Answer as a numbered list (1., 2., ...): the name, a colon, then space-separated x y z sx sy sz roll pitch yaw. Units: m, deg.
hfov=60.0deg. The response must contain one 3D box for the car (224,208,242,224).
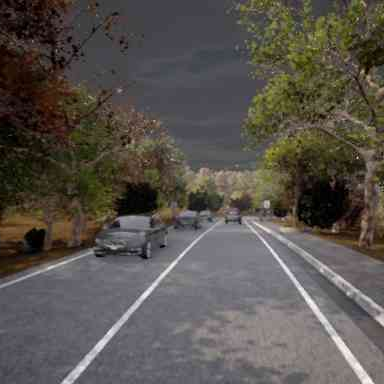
1. car: 4.880 3.028 39.511 2.128 1.511 4.902 1 -3 7

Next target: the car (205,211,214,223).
1. car: 1.825 3.259 44.101 1.837 1.490 4.892 1 -4 7

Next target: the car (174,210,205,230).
1. car: -0.246 2.328 28.045 1.837 1.490 4.892 1 -3 8

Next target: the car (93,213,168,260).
1. car: -2.169 1.614 12.969 1.837 1.490 4.892 1 -2 7
